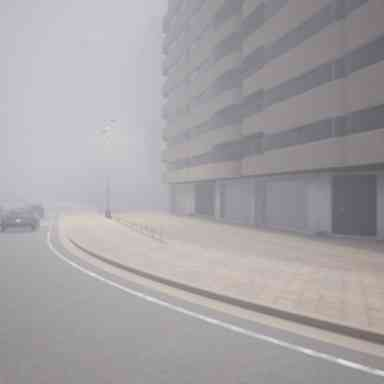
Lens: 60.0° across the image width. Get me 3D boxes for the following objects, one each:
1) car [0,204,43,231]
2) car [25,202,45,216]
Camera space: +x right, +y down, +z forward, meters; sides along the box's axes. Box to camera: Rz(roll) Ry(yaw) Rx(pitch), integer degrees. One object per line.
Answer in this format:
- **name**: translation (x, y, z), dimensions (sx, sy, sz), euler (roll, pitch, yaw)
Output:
- **car**: translation (-11.250, 1.702, 21.975), dimensions (1.994, 1.385, 4.181), euler (1, 0, -22)
- **car**: translation (-15.763, 1.690, 33.124), dimensions (1.882, 1.535, 5.008), euler (1, -1, -22)
